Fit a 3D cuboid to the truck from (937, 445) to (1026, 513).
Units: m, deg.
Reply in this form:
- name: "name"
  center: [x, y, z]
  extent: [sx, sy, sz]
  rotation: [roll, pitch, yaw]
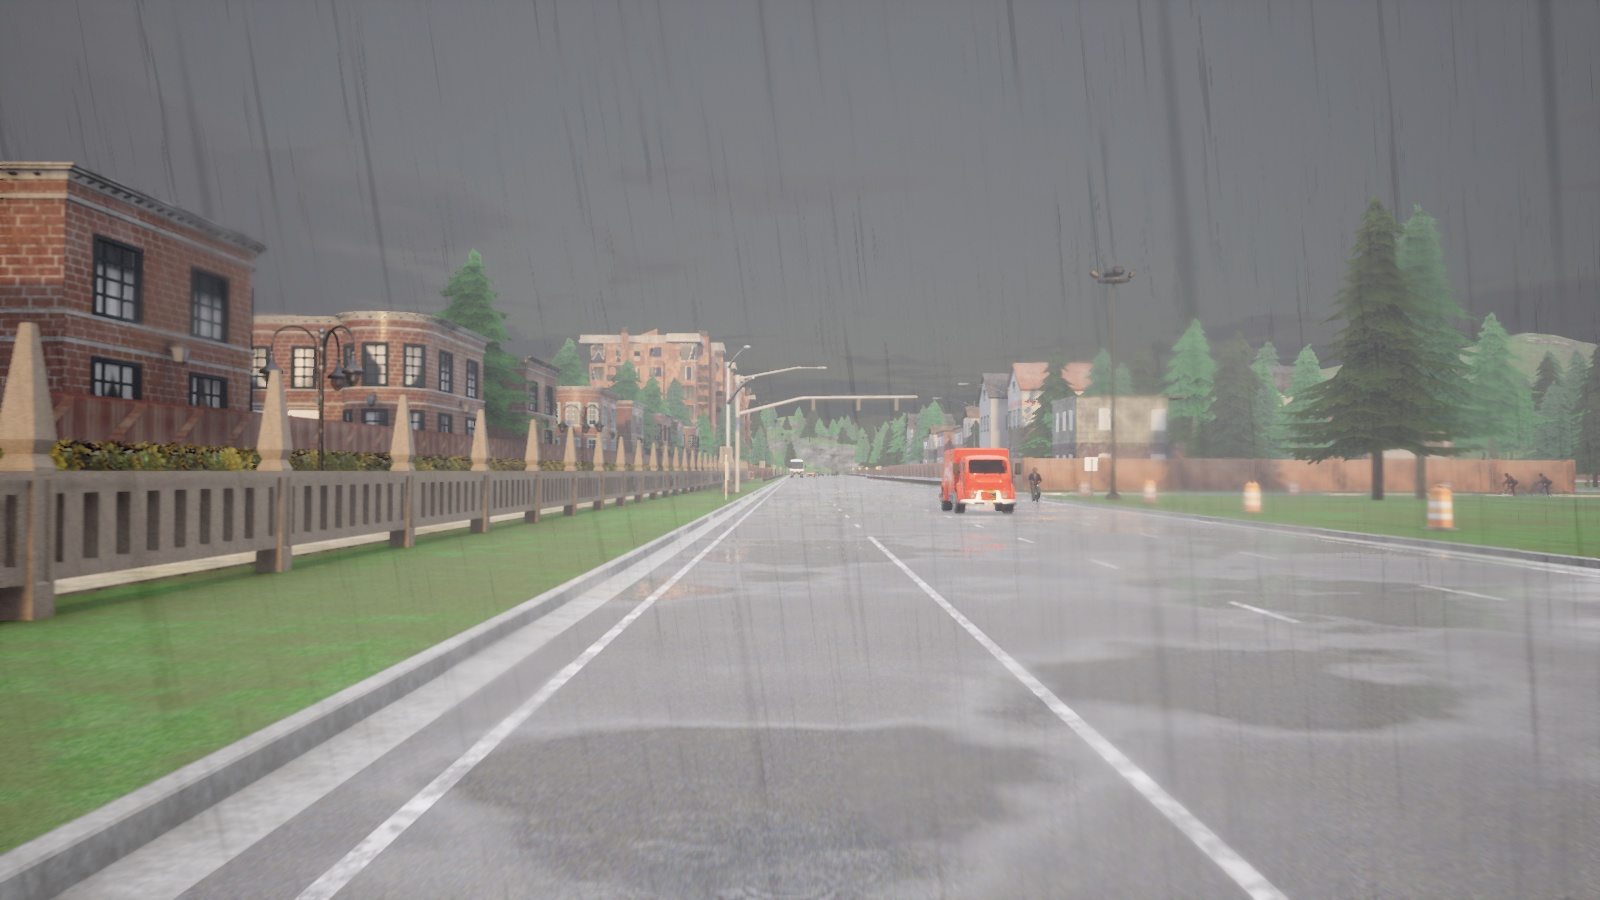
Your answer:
- name: "truck"
  center: [6.881, 1.108, 48.290]
  extent: [2.627, 2.467, 5.204]
  rotation: [0, -1, 0]
